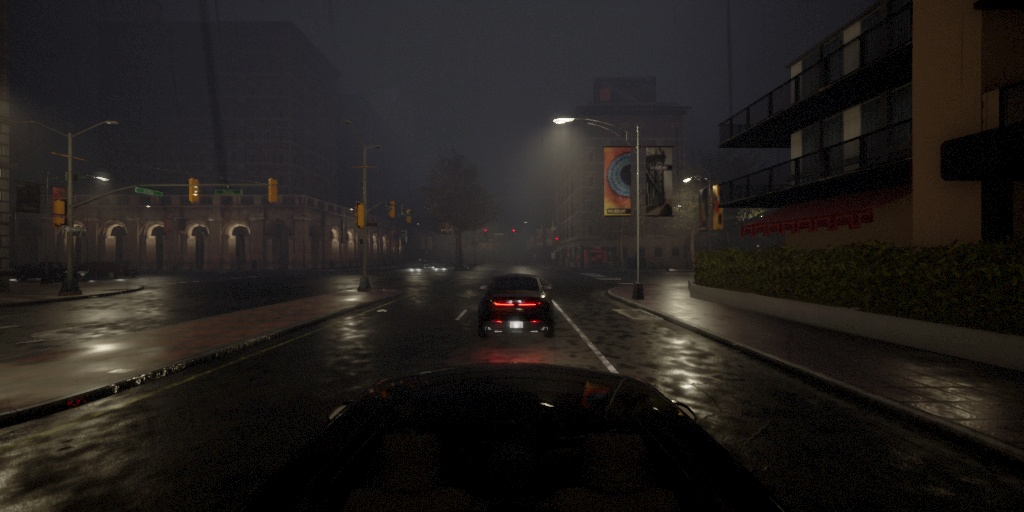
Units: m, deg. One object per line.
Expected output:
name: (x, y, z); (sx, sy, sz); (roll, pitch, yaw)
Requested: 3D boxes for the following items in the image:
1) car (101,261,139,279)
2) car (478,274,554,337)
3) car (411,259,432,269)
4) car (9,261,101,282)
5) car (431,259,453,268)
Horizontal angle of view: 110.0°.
car: (-36.674, 1.228, 32.310); (5.008, 1.535, 1.882); (0, 0, 0)
car: (0.109, 1.255, 10.259); (1.837, 1.490, 4.892); (0, 0, 0)
car: (-14.857, 1.241, 57.885); (2.128, 1.511, 4.902); (0, 0, 0)
car: (-36.930, 1.241, 28.810); (4.902, 1.511, 2.128); (0, 0, 0)
car: (-11.352, 1.314, 58.657); (1.994, 1.385, 4.181); (0, 0, 0)
